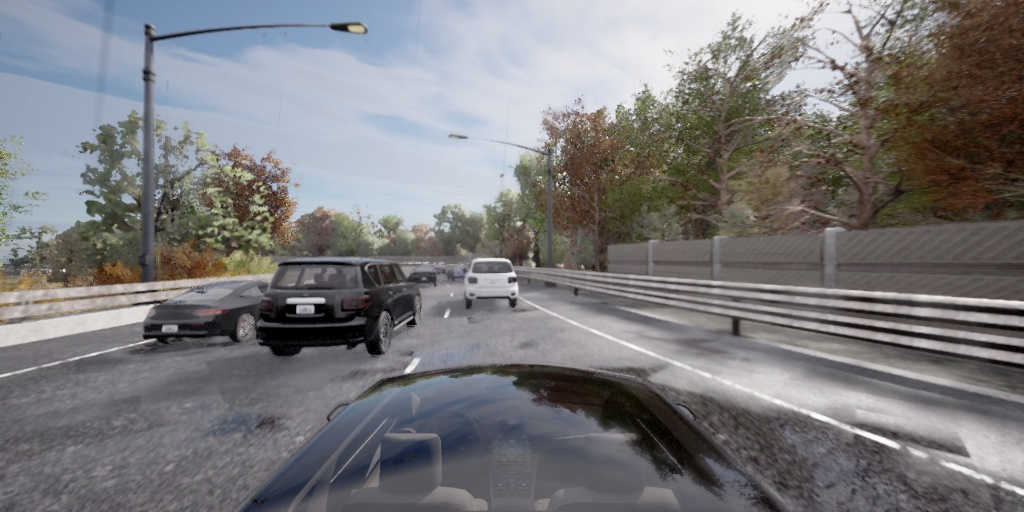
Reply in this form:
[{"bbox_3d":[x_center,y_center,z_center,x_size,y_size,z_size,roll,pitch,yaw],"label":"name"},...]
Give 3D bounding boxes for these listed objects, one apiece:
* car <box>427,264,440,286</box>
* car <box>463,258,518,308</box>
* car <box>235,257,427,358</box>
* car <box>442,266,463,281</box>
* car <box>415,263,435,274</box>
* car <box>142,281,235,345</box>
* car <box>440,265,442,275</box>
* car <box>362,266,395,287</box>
[{"bbox_3d":[-7.078,1.554,28.754,1.882,1.535,5.008,0,-1,-14],"label":"car"},{"bbox_3d":[-1.077,1.140,16.587,2.150,2.045,5.566,0,-1,-7],"label":"car"},{"bbox_3d":[-3.787,1.066,8.978,2.150,2.045,5.566,0,-1,-3],"label":"car"},{"bbox_3d":[-5.227,1.684,34.914,2.033,1.411,5.357,0,-1,-18],"label":"car"},{"bbox_3d":[-13.186,1.887,54.228,1.837,1.490,4.892,0,-1,-28],"label":"car"},{"bbox_3d":[-7.382,1.394,9.869,1.812,1.442,4.674,0,-1,-4],"label":"car"},{"bbox_3d":[-9.998,1.820,47.473,1.812,1.442,4.674,0,-1,-24],"label":"car"},{"bbox_3d":[-10.981,1.595,29.881,2.128,1.511,4.902,0,-1,-15],"label":"car"}]
